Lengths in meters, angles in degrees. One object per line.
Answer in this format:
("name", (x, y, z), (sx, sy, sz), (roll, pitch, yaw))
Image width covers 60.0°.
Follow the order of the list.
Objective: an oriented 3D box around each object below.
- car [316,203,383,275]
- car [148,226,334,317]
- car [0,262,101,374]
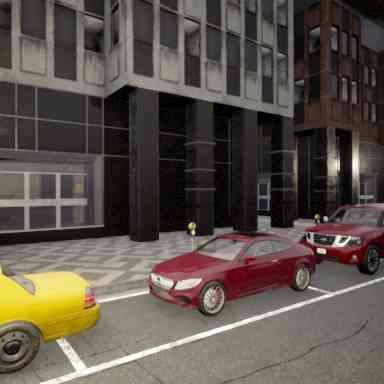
("car", (5.626, 1.314, 10.653), (5.009, 1.841, 2.192), (0, 0, -35))
("car", (1.062, 1.581, 7.403), (4.206, 1.307, 1.802), (0, 0, -35))
("car", (-3.640, 1.525, 4.057), (4.829, 1.417, 1.752), (0, 0, -35))
